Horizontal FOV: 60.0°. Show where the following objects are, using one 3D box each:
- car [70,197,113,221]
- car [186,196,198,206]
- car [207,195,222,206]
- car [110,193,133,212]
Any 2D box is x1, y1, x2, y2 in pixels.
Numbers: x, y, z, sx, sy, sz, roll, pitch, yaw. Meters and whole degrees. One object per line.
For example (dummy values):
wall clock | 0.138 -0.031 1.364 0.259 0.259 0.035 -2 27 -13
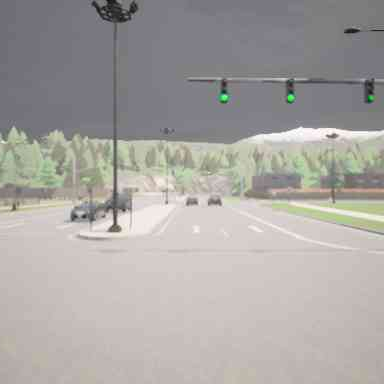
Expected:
car | -8.096 1.428 26.428 2.128 1.511 4.902 0 0 0
car | 0.003 1.368 52.070 2.128 1.511 4.902 0 0 0
car | 3.503 1.227 52.070 2.097 1.767 4.553 0 0 0
car | -8.075 1.133 37.157 2.150 2.045 5.566 0 0 1
